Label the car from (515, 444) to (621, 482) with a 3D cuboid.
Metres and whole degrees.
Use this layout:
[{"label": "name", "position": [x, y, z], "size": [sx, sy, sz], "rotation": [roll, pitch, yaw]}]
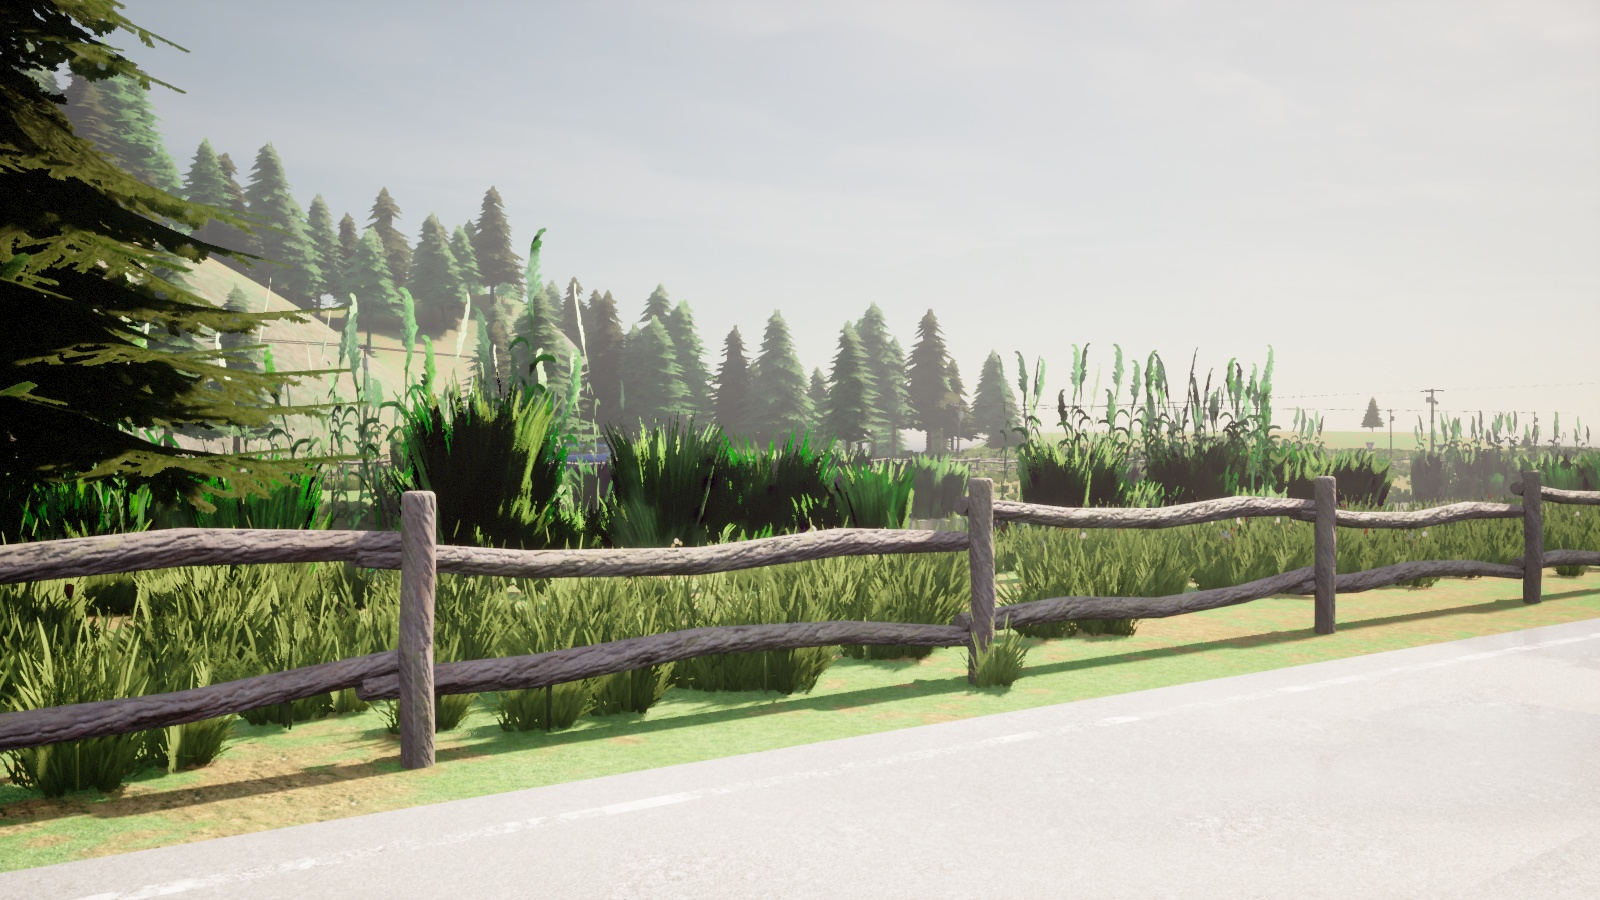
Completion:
[{"label": "car", "position": [-13.095, 0.700, 71.105], "size": [5.566, 2.045, 2.150], "rotation": [0, 0, -41]}]
